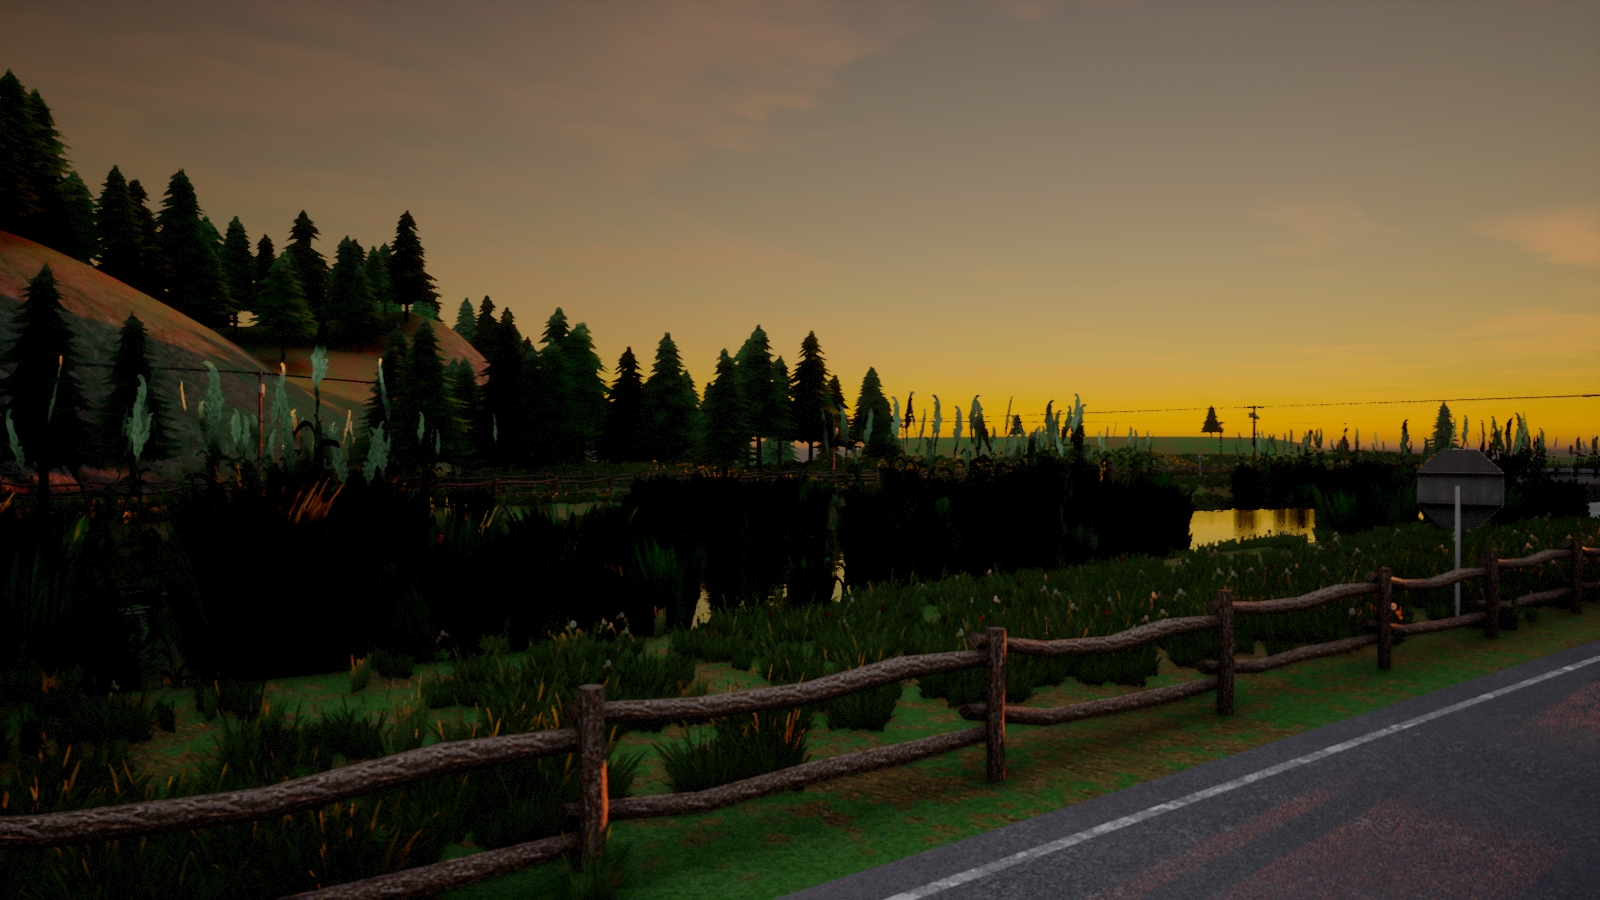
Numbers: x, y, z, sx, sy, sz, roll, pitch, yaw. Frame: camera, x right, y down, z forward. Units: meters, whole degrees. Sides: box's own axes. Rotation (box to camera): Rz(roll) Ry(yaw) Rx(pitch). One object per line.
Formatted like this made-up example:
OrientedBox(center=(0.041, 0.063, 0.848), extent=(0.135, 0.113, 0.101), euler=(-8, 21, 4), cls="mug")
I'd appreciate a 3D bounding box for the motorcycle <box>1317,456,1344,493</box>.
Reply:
OrientedBox(center=(34.606, 1.601, 74.521), extent=(2.033, 2.348, 0.803), euler=(0, 0, -39), cls="motorcycle")
